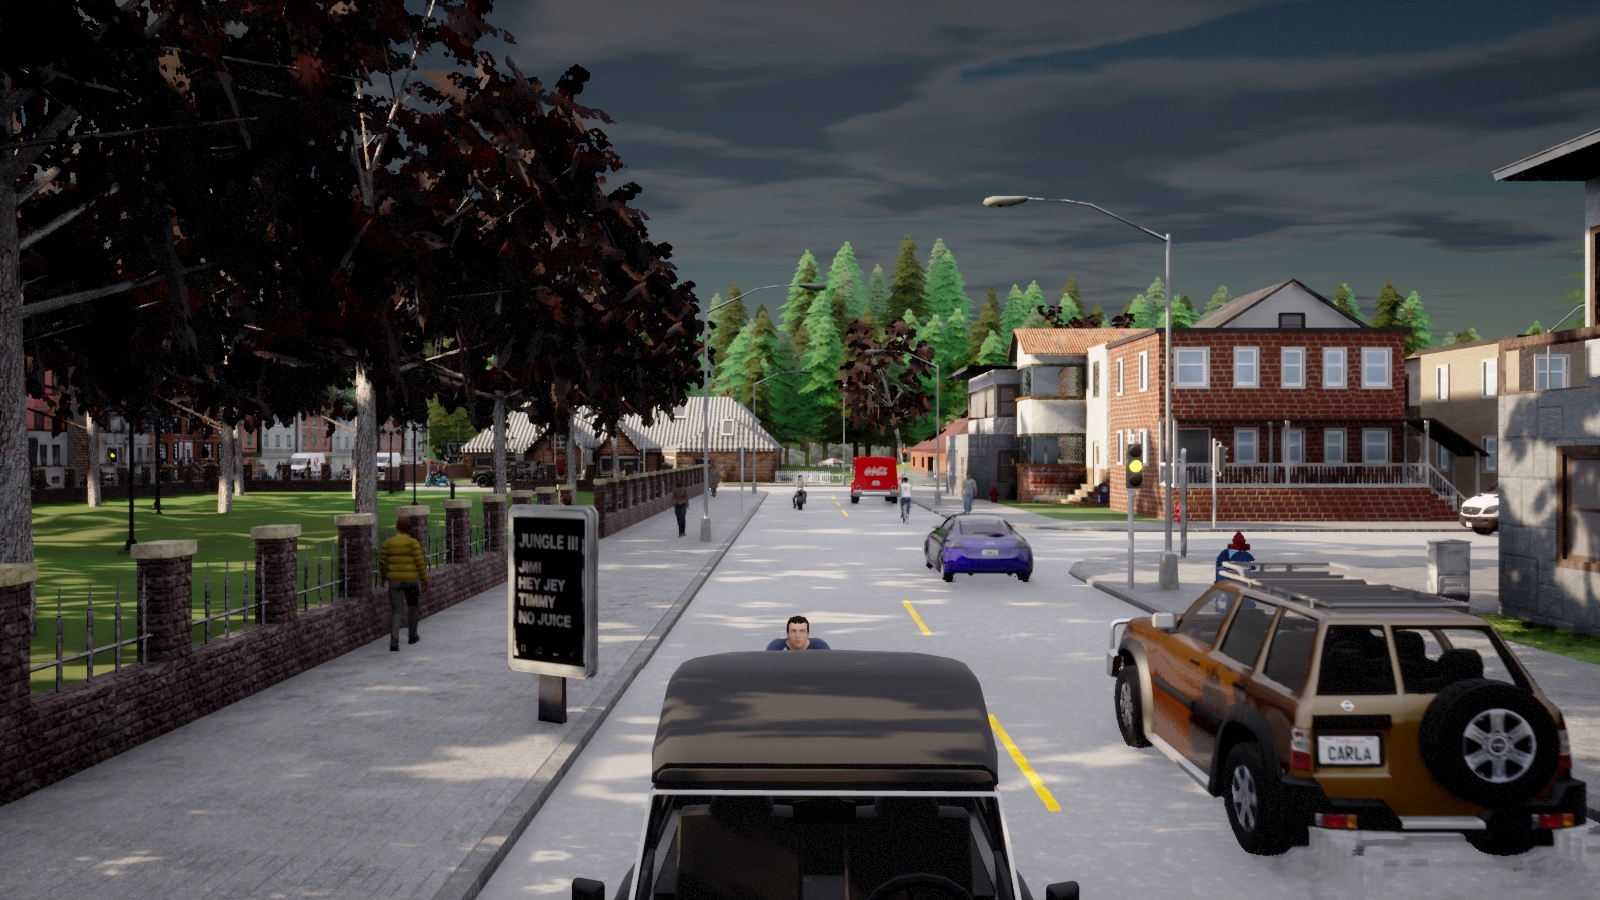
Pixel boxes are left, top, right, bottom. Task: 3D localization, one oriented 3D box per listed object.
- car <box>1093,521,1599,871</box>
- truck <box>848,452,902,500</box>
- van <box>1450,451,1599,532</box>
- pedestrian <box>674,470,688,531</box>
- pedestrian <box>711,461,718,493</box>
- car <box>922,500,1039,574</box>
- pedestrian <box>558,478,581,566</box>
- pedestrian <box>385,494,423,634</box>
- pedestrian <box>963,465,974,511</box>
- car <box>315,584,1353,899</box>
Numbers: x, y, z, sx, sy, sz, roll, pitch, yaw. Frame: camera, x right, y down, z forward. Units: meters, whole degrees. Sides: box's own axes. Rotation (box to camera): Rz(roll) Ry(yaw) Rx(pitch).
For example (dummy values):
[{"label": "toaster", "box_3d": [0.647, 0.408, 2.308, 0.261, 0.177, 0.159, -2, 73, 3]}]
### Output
[{"label": "car", "box_3d": [3.944, 1.648, 9.302, 1.932, 1.855, 4.605, 0, 0, 0]}, {"label": "truck", "box_3d": [3.969, 1.372, 61.570, 2.627, 2.467, 5.204, 0, 0, 1]}, {"label": "van", "box_3d": [24.712, 1.329, 37.232, 5.915, 2.561, 1.988, 0, 0, 0]}, {"label": "pedestrian", "box_3d": [-3.636, 1.539, 34.932, 0.375, 1.860, 0.375, 0, 0, 2]}, {"label": "pedestrian", "box_3d": [-4.915, 1.551, 65.693, 0.375, 1.860, 0.375, 0, 0, 10]}, {"label": "car", "box_3d": [4.000, 1.908, 26.017, 1.994, 1.385, 4.181, 0, 0, 0]}, {"label": "pedestrian", "box_3d": [-4.949, 1.535, 24.528, 0.375, 1.860, 0.375, 0, 0, 8]}, {"label": "pedestrian", "box_3d": [-5.360, 1.531, 15.467, 0.375, 1.860, 0.375, 0, 0, 1]}, {"label": "pedestrian", "box_3d": [6.782, 1.534, 46.036, 0.375, 1.860, 0.375, 0, 0, 16]}, {"label": "car", "box_3d": [0.090, 1.640, 4.031, 1.905, 1.878, 3.866, 0, 0, 1]}]
